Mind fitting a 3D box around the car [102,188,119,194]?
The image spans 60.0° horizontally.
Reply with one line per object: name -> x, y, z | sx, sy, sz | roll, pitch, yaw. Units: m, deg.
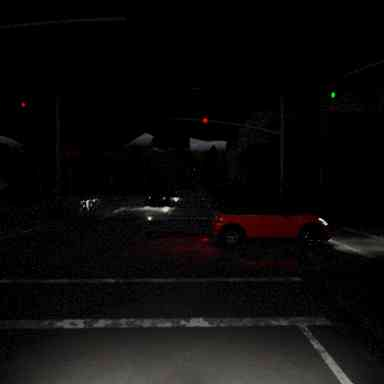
car -> -22.170, -0.297, 90.193 | 4.611, 1.667, 2.242 | 0, 1, 0

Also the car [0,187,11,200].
car -> -25.890, 0.233, 48.316 | 1.932, 1.855, 4.605 | 0, 1, 0

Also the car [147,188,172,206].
car -> -3.590, 0.570, 35.765 | 2.097, 1.767, 4.553 | 0, 1, 0

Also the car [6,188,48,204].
car -> -18.922, 0.651, 38.331 | 2.007, 1.523, 4.514 | 0, 1, 0

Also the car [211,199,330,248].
car -> 3.090, 1.117, 13.421 | 4.553, 1.767, 2.097 | 0, 2, -1

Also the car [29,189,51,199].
car -> -25.951, 0.312, 56.799 | 1.970, 1.475, 3.806 | 0, 1, 0

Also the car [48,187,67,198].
car -> -22.625, 0.041, 56.191 | 1.905, 1.878, 3.866 | 0, 1, 0

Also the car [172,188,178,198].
car -> -3.515, 0.079, 58.197 | 2.097, 1.767, 4.553 | 0, 1, 0
